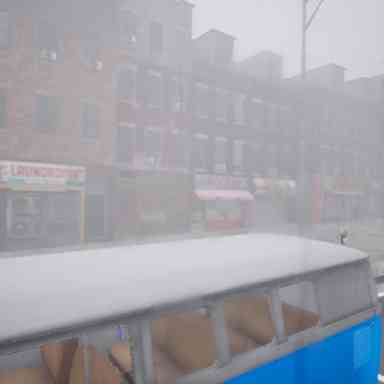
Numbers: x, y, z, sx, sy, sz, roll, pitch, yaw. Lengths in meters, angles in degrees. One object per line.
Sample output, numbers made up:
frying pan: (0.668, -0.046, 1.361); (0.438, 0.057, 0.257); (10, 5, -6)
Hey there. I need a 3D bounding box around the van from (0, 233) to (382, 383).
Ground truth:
van: (-0.102, 1.342, 2.704); (3.998, 1.788, 1.690); (0, 2, -35)
